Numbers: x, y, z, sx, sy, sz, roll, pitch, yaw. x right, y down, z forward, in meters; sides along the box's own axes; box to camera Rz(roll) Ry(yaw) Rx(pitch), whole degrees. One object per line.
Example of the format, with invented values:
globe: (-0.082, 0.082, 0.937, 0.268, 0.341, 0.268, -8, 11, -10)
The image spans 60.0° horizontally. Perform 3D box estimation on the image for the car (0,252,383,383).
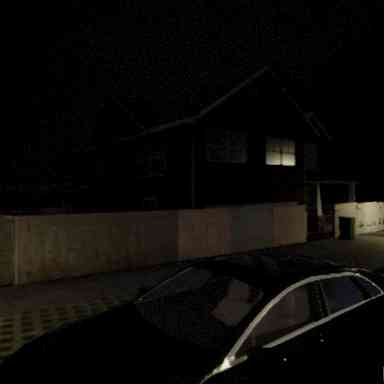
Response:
car: (0.572, 1.494, 3.529, 4.902, 1.511, 2.128, 0, 0, -36)
